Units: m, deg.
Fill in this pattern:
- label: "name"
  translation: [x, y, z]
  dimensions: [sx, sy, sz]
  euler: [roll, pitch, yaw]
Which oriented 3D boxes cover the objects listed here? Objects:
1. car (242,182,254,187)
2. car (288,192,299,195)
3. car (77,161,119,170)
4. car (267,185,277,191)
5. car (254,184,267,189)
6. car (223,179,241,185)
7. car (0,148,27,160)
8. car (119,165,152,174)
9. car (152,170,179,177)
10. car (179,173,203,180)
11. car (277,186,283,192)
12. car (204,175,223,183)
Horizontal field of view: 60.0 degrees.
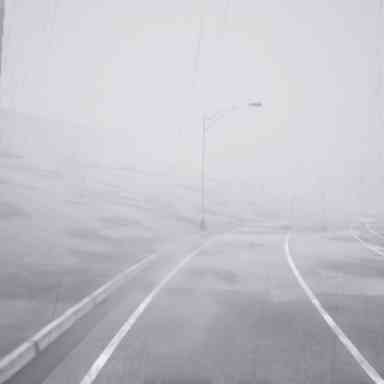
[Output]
- label: "car"
  translation: [10.194, -1.296, 68.227]
  dimensions: [2.002, 1.452, 4.674]
  euler: [-2, -5, 40]
- label: "car"
  translation: [26.741, 0.667, 90.354]
  dimensions: [2.002, 1.452, 4.674]
  euler: [-2, -5, 34]
- label: "car"
  translation: [-12.725, -3.295, 44.060]
  dimensions: [4.892, 1.521, 2.231]
  euler: [4, -5, -43]
- label: "car"
  translation: [17.079, -0.751, 76.864]
  dimensions: [2.185, 1.767, 4.553]
  euler: [-2, -5, 38]
- label: "car"
  translation: [13.617, -0.998, 72.421]
  dimensions: [2.231, 1.521, 4.892]
  euler: [-2, -5, 39]
- label: "car"
  translation: [6.618, -1.644, 64.037]
  dimensions: [2.163, 1.488, 4.792]
  euler: [-2, -5, 41]
- label: "car"
  translation: [-20.653, -3.982, 36.550]
  dimensions: [4.553, 1.767, 2.185]
  euler: [4, -5, -43]
- label: "car"
  translation: [-8.730, -2.999, 47.858]
  dimensions: [4.892, 1.521, 2.231]
  euler: [4, -5, -44]
- label: "car"
  translation: [-4.789, -2.640, 51.746]
  dimensions: [4.674, 1.452, 2.002]
  euler: [5, -5, -45]
- label: "car"
  translation: [-0.930, -2.352, 55.723]
  dimensions: [2.097, 1.535, 5.008]
  euler: [-3, -5, 44]
- label: "car"
  translation: [20.443, -0.480, 81.347]
  dimensions: [2.435, 2.045, 5.566]
  euler: [-2, -5, 37]
- label: "car"
  translation: [2.827, -2.146, 59.769]
  dimensions: [2.185, 1.767, 4.553]
  euler: [-3, -5, 43]
